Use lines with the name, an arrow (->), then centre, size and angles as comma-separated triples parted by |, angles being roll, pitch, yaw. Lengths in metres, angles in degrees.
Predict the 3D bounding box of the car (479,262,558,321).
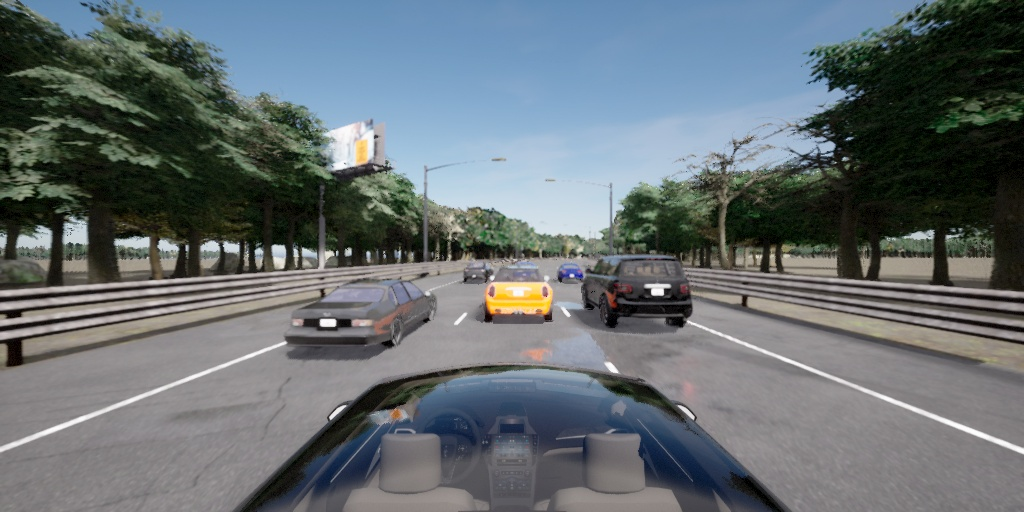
car -> 0.262, 1.097, 12.568 | 2.097, 1.767, 4.553 | 0, 0, 2

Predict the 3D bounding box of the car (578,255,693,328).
car -> 3.724, 0.976, 11.631 | 2.150, 2.045, 5.566 | 0, 0, 2

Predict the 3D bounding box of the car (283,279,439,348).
car -> -3.357, 1.289, 9.196 | 2.033, 1.411, 5.357 | 0, 0, 2

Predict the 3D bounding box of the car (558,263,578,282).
car -> 4.554, 1.276, 28.491 | 1.812, 1.442, 4.674 | 0, 0, 4

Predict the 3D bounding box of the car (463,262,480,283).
car -> -2.515, 1.232, 27.835 | 2.128, 1.511, 4.902 | 0, 0, 4
